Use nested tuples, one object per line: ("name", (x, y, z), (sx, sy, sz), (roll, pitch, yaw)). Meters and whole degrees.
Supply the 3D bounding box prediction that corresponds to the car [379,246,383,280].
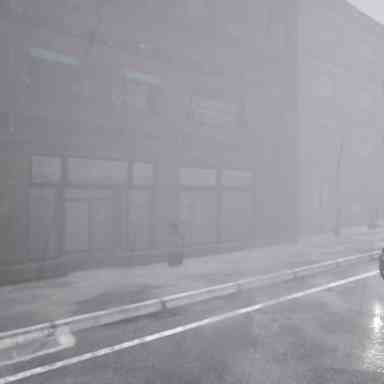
("car", (6.671, 1.439, 8.444), (5.008, 1.535, 1.882), (0, 0, -36))
